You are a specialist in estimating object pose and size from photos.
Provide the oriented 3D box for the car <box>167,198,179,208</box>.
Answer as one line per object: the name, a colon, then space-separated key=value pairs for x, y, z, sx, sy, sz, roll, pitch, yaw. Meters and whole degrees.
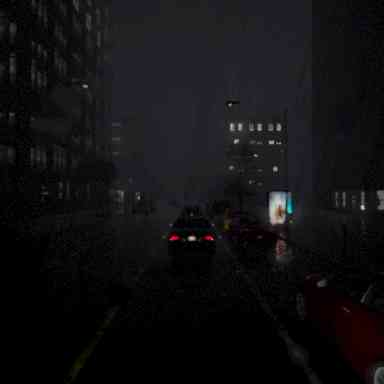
car: x=-3.020 y=2.097 z=59.375 sx=1.812 sy=1.442 sz=4.674 roll=0 pitch=-1 yaw=0

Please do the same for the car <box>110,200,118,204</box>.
car: x=-17.270 y=1.910 z=67.688 sx=4.507 sy=1.381 sz=1.887 roll=1 pitch=-2 yaw=0

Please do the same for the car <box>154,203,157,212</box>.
car: x=-5.693 y=1.856 z=43.289 sx=1.967 sy=1.590 sz=4.097 roll=1 pitch=-1 yaw=0

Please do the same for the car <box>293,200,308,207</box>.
car: x=20.828 y=2.402 z=68.017 sx=4.097 sy=1.590 sz=1.967 roll=1 pitch=-2 yaw=0

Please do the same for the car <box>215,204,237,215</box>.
car: x=2.692 y=1.729 z=21.222 sx=1.752 sy=1.417 sz=4.829 roll=1 pitch=-1 yaw=0

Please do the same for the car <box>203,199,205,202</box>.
car: x=2.689 y=1.677 z=37.731 sx=2.192 sy=1.841 sz=5.009 roll=1 pitch=-1 yaw=0

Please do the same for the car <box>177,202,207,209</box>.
car: x=-0.004 y=1.845 z=29.267 sx=1.994 sy=1.385 sz=4.181 roll=0 pitch=-1 yaw=0

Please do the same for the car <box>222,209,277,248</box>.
car: x=2.693 y=1.694 z=15.493 sx=1.887 sy=1.381 sz=4.507 roll=1 pitch=-1 yaw=0

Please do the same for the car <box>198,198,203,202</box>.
car: x=2.673 y=2.435 z=92.323 sx=1.887 sy=1.381 sz=4.507 roll=1 pitch=-1 yaw=0

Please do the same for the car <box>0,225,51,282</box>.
car: x=-5.686 y=1.678 z=9.931 sx=1.802 sy=1.307 sz=4.206 roll=1 pitch=-1 yaw=0

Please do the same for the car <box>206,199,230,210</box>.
car: x=2.691 y=1.624 z=32.172 sx=2.192 sy=1.841 sz=5.009 roll=1 pitch=-1 yaw=0

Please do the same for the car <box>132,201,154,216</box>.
car: x=-5.693 y=1.886 z=37.559 sx=1.752 sy=1.417 sz=4.829 roll=1 pitch=-1 yaw=0

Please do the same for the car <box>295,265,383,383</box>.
car: x=2.696 y=1.625 z=4.374 sx=1.802 sy=1.307 sz=4.206 roll=1 pitch=-1 yaw=0

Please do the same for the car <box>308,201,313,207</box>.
car: x=26.236 y=2.732 z=76.368 sx=4.829 sy=1.417 sz=1.752 roll=1 pitch=-2 yaw=0

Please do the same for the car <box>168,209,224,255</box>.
car: x=-0.004 y=1.682 z=14.001 sx=2.033 sy=1.411 sz=5.357 roll=0 pitch=-1 yaw=0

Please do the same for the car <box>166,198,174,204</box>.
car: x=-5.706 y=2.360 z=86.642 sx=1.752 sy=1.417 sz=4.829 roll=1 pitch=-1 yaw=0
